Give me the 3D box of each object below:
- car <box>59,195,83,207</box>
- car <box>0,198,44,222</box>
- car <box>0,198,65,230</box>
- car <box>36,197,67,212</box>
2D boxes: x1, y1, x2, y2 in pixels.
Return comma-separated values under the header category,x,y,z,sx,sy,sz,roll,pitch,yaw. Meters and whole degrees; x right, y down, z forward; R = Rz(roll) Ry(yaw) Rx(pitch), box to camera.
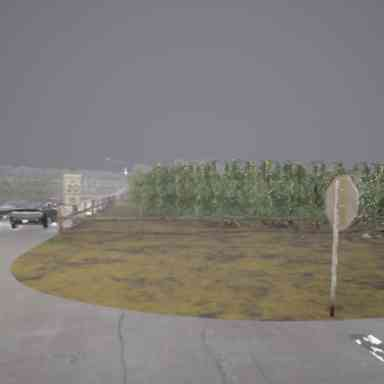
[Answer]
category,x,y,z,sx,sy,sz,roll,pitch,yaw
car,-16.082,1.185,44.388,2.033,1.411,5.357,1,0,-9
car,-12.710,1.244,24.522,2.033,1.411,5.357,1,0,-10
car,-8.813,1.255,19.162,2.128,1.511,4.902,1,0,-10
car,-14.394,1.264,34.382,1.895,1.301,4.718,1,0,-10
